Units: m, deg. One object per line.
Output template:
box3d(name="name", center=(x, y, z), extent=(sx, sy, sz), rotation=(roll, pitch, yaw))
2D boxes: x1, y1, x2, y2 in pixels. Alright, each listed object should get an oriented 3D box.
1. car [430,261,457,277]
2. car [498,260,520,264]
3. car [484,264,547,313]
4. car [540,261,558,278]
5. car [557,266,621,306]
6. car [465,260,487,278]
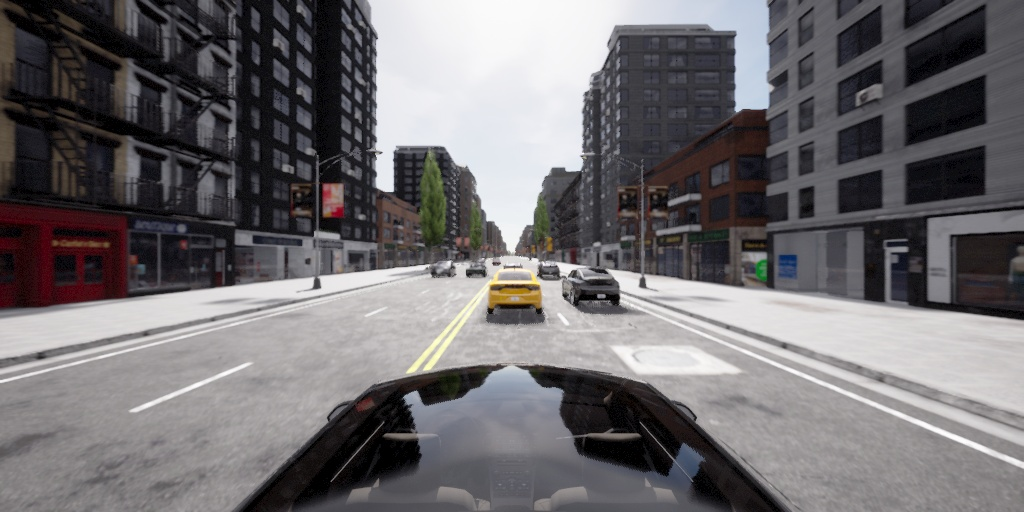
box3d(name="car", center=(-6.590, 1.240, 34.872), extent=(2.128, 1.511, 4.902), rotation=(0, 0, 0))
box3d(name="car", center=(0.094, 1.240, 33.598), extent=(2.128, 1.511, 4.902), rotation=(0, 0, 0))
box3d(name="car", center=(0.101, 1.231, 14.101), extent=(1.882, 1.535, 5.008), rotation=(0, 0, 0))
box3d(name="car", center=(3.353, 1.241, 33.589), extent=(2.128, 1.511, 4.902), rotation=(0, 0, 0))
box3d(name="car", center=(3.352, 1.259, 15.883), extent=(1.837, 1.490, 4.892), rotation=(0, 0, 0))
box3d(name="car", center=(-3.344, 1.349, 34.649), extent=(1.895, 1.301, 4.718), rotation=(0, 0, 0))
